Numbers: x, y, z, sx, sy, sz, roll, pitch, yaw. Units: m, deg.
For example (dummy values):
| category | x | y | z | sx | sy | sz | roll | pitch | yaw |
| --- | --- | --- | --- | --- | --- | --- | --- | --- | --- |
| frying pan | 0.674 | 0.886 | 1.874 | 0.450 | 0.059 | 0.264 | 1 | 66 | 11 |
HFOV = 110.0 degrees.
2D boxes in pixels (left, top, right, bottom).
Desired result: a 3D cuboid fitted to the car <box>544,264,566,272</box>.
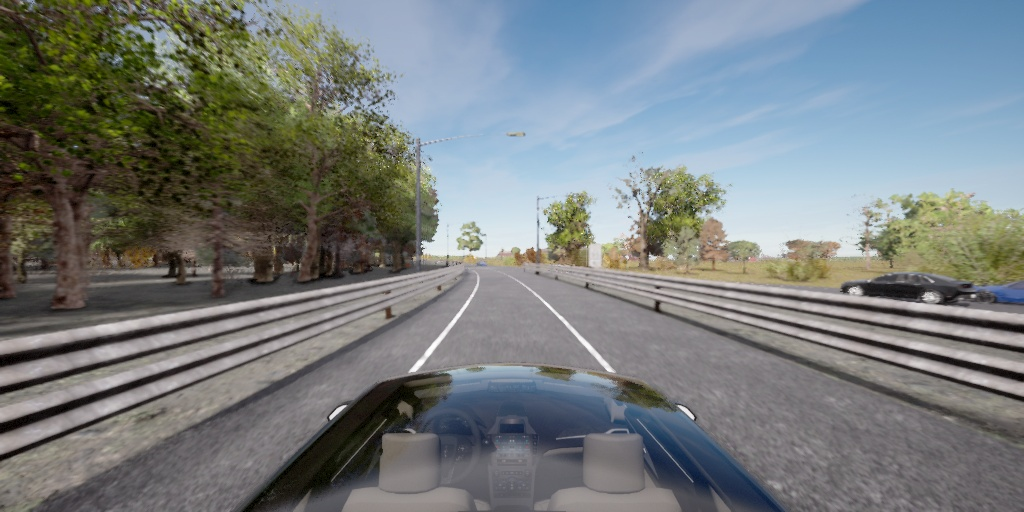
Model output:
| category | x | y | z | sx | sy | sz | roll | pitch | yaw |
| --- | --- | --- | --- | --- | --- | --- | --- | --- | --- |
| car | 6.445 | 1.851 | 54.075 | 1.994 | 1.385 | 4.181 | 0 | 0 | -21 |

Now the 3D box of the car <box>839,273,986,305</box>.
| category | x | y | z | sx | sy | sz | roll | pitch | yaw |
| --- | --- | --- | --- | --- | --- | --- | --- | --- | --- |
| car | 20.245 | 1.609 | 18.680 | 1.837 | 1.490 | 4.892 | 0 | 0 | -21 |

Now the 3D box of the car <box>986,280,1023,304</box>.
| category | x | y | z | sx | sy | sz | roll | pitch | yaw |
| --- | --- | --- | --- | --- | --- | --- | --- | --- | --- |
| car | 24.837 | 1.701 | 16.538 | 2.033 | 1.411 | 5.357 | 0 | 0 | -21 |
